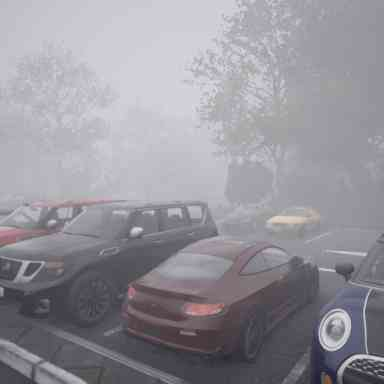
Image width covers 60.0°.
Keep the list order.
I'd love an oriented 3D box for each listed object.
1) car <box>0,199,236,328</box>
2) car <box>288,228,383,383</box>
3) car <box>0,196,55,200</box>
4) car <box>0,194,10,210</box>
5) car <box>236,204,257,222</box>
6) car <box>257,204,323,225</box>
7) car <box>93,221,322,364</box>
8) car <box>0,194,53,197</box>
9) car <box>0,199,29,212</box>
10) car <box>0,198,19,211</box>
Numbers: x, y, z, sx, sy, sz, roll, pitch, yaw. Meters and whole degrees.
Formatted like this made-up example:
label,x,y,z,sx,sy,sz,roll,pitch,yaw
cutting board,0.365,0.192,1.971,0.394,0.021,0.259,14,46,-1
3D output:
label,x,y,z,sx,sy,sz,roll,pitch,yaw
car,-1.459,1.231,7.556,2.435,2.045,5.566,0,0,36
car,3.138,1.356,4.345,2.185,1.767,4.553,0,0,36
car,-3.739,1.232,9.186,2.435,2.045,5.566,0,0,36
car,-25.923,1.251,41.114,2.435,2.045,5.566,0,0,36
car,3.583,1.485,20.071,2.231,1.521,4.892,0,0,36
car,5.731,1.481,18.301,1.946,1.575,5.366,0,0,36
car,0.837,1.522,5.947,2.002,1.452,4.674,0,0,36
car,-16.959,1.238,34.708,2.435,2.045,5.566,0,0,36
car,-21.475,1.533,37.967,2.002,1.452,4.674,0,0,36
car,-23.642,1.497,39.512,2.097,1.535,5.008,0,0,36
